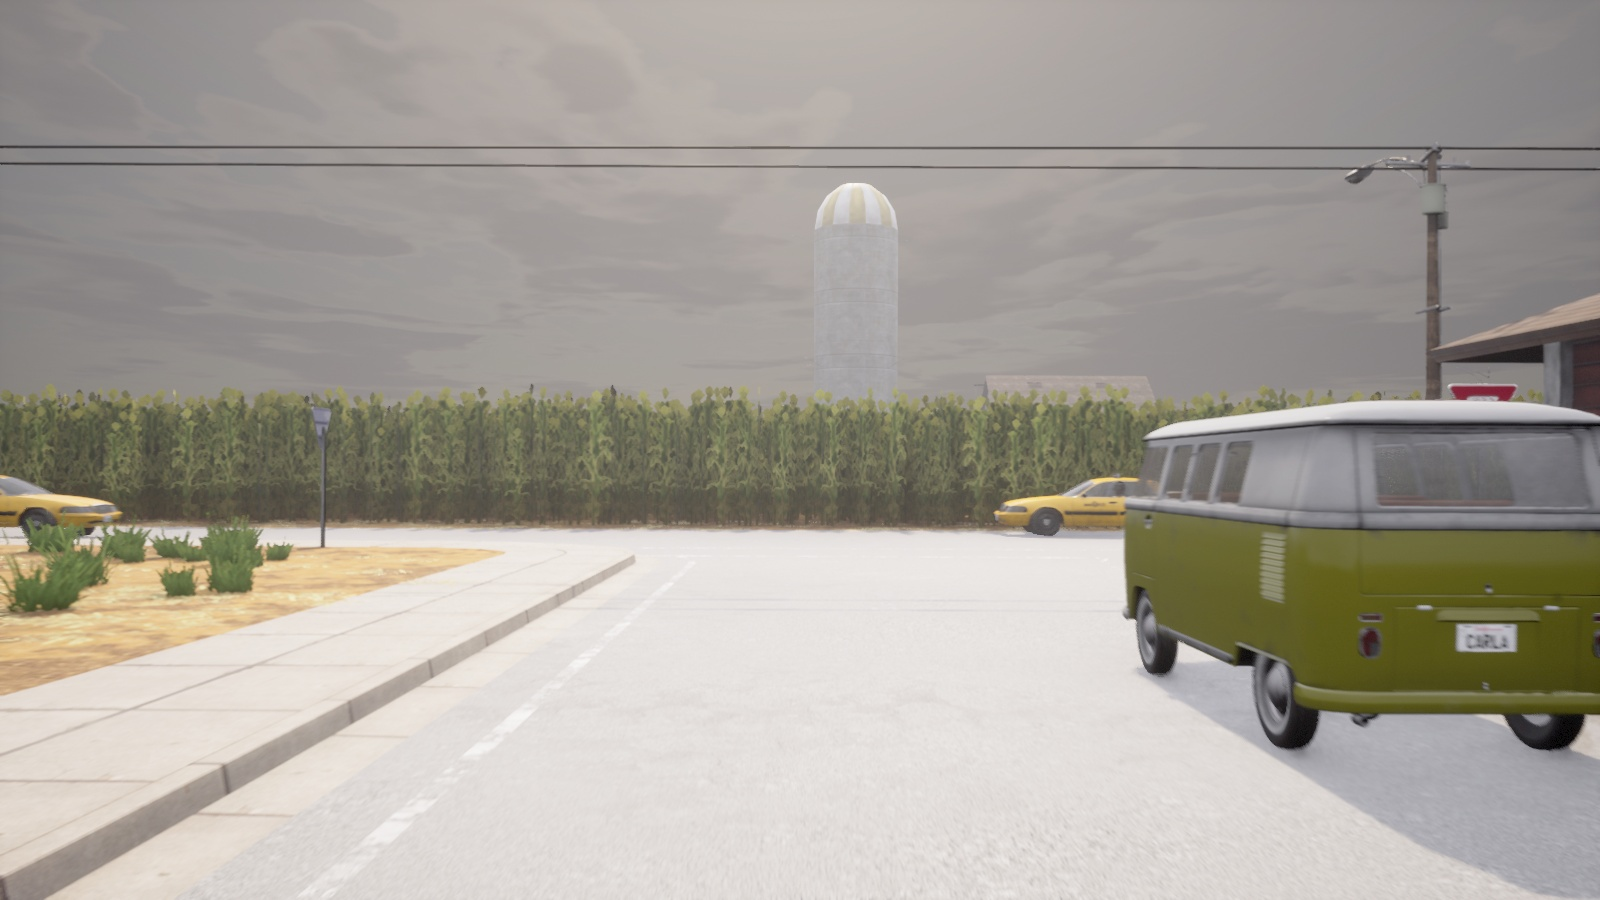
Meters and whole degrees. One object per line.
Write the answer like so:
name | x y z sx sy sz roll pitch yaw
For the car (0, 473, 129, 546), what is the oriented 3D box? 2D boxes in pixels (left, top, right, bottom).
car | -18.315 1.329 28.357 5.366 1.575 1.801 0 -1 1

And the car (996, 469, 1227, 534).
car | 7.731 1.276 31.529 5.366 1.575 1.801 0 -1 1

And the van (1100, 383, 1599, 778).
van | 3.478 0.697 8.571 1.775 1.987 4.442 0 -1 0
